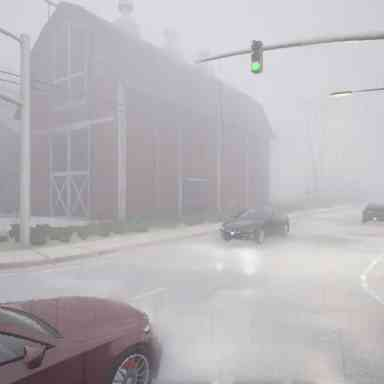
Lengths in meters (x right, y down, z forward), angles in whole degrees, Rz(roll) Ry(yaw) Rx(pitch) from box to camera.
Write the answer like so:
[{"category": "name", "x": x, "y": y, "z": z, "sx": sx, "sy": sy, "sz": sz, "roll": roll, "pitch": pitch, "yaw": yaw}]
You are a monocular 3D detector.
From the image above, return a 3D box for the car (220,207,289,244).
[{"category": "car", "x": 3.146, "y": 1.504, "z": 16.022, "sx": 1.837, "sy": 1.490, "sz": 4.892, "roll": 0, "pitch": 0, "yaw": 36}]

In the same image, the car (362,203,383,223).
[{"category": "car", "x": 13.924, "y": 1.573, "z": 24.612, "sx": 1.837, "sy": 1.490, "sz": 4.892, "roll": 0, "pitch": 0, "yaw": 36}]

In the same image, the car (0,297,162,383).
[{"category": "car", "x": -2.244, "y": 1.557, "z": 2.604, "sx": 1.812, "sy": 1.442, "sz": 4.674, "roll": 0, "pitch": 0, "yaw": 36}]
